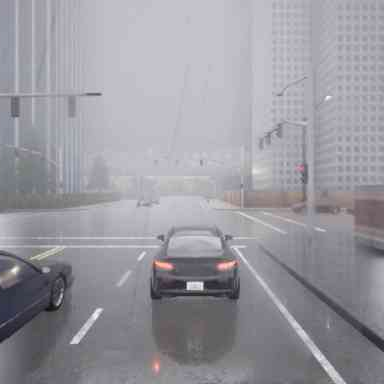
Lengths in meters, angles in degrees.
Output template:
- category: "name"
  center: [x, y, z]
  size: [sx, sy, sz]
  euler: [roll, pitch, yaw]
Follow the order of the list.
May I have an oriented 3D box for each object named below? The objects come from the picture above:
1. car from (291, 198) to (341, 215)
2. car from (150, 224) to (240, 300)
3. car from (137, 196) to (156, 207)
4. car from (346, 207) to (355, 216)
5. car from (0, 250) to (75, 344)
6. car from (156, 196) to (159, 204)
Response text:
- category: "car"
  center: [12.378, 1.349, 33.491]
  size: [4.553, 1.767, 2.097]
  euler: [0, 0, 0]
- category: "car"
  center: [0.069, 1.525, 8.286]
  size: [1.812, 1.442, 4.674]
  euler: [0, 0, 0]
- category: "car"
  center: [-7.147, 1.487, 50.239]
  size: [2.128, 1.511, 4.902]
  euler: [0, 0, 0]
- category: "car"
  center: [16.852, 1.544, 29.974]
  size: [5.357, 1.411, 2.033]
  euler: [0, 0, 0]
- category: "car"
  center: [-3.446, 1.547, 4.690]
  size: [2.033, 1.411, 5.357]
  euler: [0, 0, 0]
- category: "car"
  center: [-7.127, 1.486, 60.989]
  size: [2.128, 1.511, 4.902]
  euler: [0, 0, 0]
